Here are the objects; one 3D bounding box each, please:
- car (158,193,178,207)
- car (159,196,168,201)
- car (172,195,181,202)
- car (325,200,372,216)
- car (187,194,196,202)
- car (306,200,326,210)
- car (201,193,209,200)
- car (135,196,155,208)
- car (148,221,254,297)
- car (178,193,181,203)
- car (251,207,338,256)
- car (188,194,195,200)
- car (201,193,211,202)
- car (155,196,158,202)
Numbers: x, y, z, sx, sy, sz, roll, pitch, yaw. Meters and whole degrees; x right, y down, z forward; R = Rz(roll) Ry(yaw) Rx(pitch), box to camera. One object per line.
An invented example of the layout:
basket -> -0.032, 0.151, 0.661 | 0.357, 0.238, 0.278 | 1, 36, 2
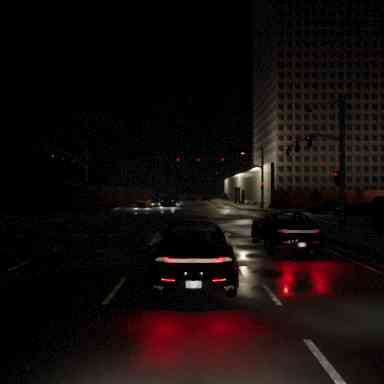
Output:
car -> -3.650, 1.344, 51.436 | 2.097, 1.767, 4.553 | 0, 0, 0
car -> -7.104, 1.566, 82.797 | 1.895, 1.301, 4.718 | 0, 0, 0
car -> -3.599, 1.462, 79.081 | 1.882, 1.535, 5.008 | 0, 0, 0
car -> 15.945, 1.651, 32.307 | 4.718, 1.301, 1.895 | 0, 0, 0
car -> -0.099, 1.334, 78.818 | 2.097, 1.767, 4.553 | 0, 0, 0
car -> 14.625, 1.575, 35.803 | 4.674, 1.442, 1.812 | 0, 0, 0
car -> 3.389, 1.168, 89.044 | 2.097, 1.767, 4.553 | 0, 0, 0
car -> -7.153, 1.470, 49.318 | 1.882, 1.535, 5.008 | 0, 1, 0
car -> 0.046, 1.490, 8.547 | 2.128, 1.511, 4.902 | 0, 0, 0
car -> -3.589, 1.212, 67.968 | 2.150, 2.045, 5.566 | 0, 0, 0
car -> 3.565, 1.489, 13.165 | 2.128, 1.511, 4.902 | 0, 0, 0
car -> -0.111, 1.313, 89.071 | 1.837, 1.490, 4.892 | 0, 0, 0
car -> 3.401, 1.479, 78.851 | 1.837, 1.490, 4.892 | 0, 0, 0
car -> -7.099, 1.466, 67.863 | 1.882, 1.535, 5.008 | 0, 0, 0
